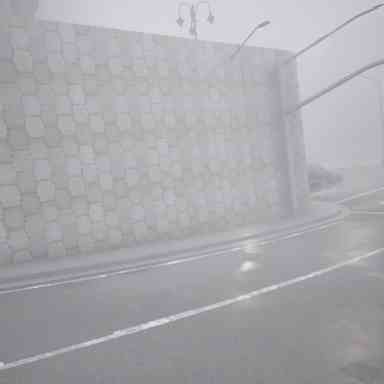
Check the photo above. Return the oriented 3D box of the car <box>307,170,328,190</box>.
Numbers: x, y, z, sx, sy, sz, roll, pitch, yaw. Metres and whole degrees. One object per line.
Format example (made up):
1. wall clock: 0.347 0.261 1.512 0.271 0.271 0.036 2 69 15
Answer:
1. car: 8.509 -0.734 28.915 2.033 1.411 5.357 -11 6 -35

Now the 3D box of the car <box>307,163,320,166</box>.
1. car: 13.463 -2.648 40.151 2.097 1.767 4.553 -11 6 -35

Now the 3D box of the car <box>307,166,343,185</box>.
1. car: 11.423 -1.336 30.768 1.837 1.490 4.892 -11 6 -35
